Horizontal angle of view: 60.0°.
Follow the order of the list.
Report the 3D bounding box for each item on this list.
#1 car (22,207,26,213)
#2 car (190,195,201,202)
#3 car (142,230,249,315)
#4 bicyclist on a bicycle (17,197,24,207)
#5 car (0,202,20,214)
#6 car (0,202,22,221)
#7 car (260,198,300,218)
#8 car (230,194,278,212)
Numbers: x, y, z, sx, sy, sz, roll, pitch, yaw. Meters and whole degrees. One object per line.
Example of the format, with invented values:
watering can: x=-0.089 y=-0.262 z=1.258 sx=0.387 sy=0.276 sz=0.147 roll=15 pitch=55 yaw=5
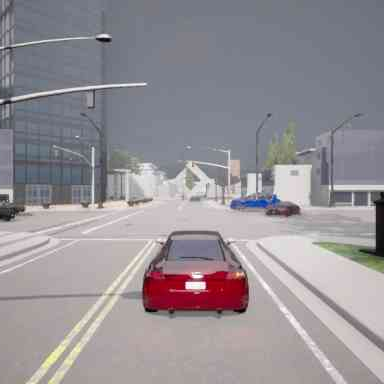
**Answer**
car: x=-19.406 y=1.748 z=33.318 sx=4.718 sy=1.301 sz=1.895 roll=-1 pitch=0 yaw=0
car: x=0.785 y=1.532 z=77.304 sx=1.812 sy=1.442 sz=4.674 roll=0 pitch=0 yaw=12
car: x=0.075 y=1.565 z=7.683 sx=1.994 sy=1.385 sz=4.181 roll=0 pitch=0 yaw=0
bicyclist on a bicycle: x=-21.975 y=1.470 z=42.576 sx=0.582 sy=1.620 sz=1.656 roll=-1 pitch=0 yaw=0
car: x=-21.933 y=1.777 z=36.797 sx=4.718 sy=1.301 sz=1.895 roll=-1 pitch=0 yaw=0
car: x=-16.597 y=1.590 z=26.141 sx=5.008 sy=1.535 sz=1.882 roll=-1 pitch=0 yaw=0
car: x=8.308 y=1.567 z=30.384 sx=1.994 sy=1.385 sz=4.181 roll=-1 pitch=0 yaw=39
car: x=7.106 y=1.227 z=37.507 sx=5.566 sy=2.045 sz=2.150 roll=0 pitch=0 yaw=8
